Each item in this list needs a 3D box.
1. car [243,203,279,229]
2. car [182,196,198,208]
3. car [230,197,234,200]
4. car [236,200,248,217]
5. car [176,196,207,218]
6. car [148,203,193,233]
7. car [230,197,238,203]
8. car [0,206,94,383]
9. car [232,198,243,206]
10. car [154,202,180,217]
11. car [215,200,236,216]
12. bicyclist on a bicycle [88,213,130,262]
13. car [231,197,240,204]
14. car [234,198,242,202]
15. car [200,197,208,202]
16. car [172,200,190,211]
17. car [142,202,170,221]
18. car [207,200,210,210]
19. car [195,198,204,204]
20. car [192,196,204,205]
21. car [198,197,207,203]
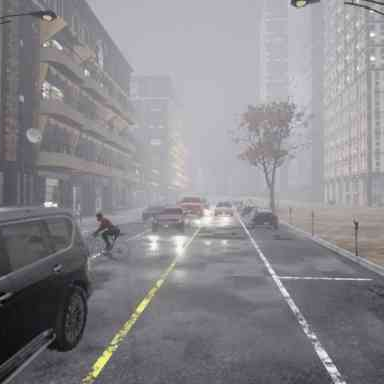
[{"bbox_3d":[4.770,1.702,22.504,2.008,1.369,4.403,1,0,6],"label":"car"},{"bbox_3d":[-0.338,1.694,56.578,2.192,1.841,5.009,1,0,6],"label":"car"},{"bbox_3d":[4.501,1.795,46.732,1.882,1.535,5.008,0,0,6],"label":"car"},{"bbox_3d":[5.846,1.780,33.591,2.008,1.369,4.403,1,0,6],"label":"car"},{"bbox_3d":[0.031,1.436,33.295,2.150,2.045,5.566,0,0,6],"label":"car"},{"bbox_3d":[-1.208,1.657,20.910,1.812,1.442,4.674,0,0,5],"label":"car"},{"bbox_3d":[11.228,2.070,89.027,1.967,1.590,4.097,1,0,6],"label":"car"},{"bbox_3d":[-2.863,1.231,3.402,2.150,2.045,5.566,0,0,4],"label":"car"},{"bbox_3d":[9.075,2.018,66.851,2.008,1.369,4.403,1,0,6],"label":"car"},{"bbox_3d":[-2.495,1.772,34.402,2.008,1.369,4.403,1,0,6],"label":"car"},{"bbox_3d":[3.397,1.837,35.276,1.895,1.301,4.718,0,0,6],"label":"car"},{"bbox_3d":[-2.847,1.516,10.907,1.656,1.620,0.582,-2,-1,5],"label":"bicyclist on a bicycle"},{"bbox_3d":[10.152,1.988,77.939,1.967,1.590,4.097,1,0,6],"label":"car"},{"bbox_3d":[6.939,1.834,44.848,1.752,1.417,4.829,1,0,6],"label":"car"},{"bbox_3d":[3.423,2.213,95.380,2.008,1.369,4.403,1,0,6],"label":"car"},{"bbox_3d":[-1.419,1.865,45.489,1.947,1.339,4.313,1,0,6],"label":"car"},{"bbox_3d":[-3.033,1.748,28.859,1.947,1.339,4.313,1,0,6],"label":"car"},{"bbox_3d":[1.464,1.680,48.428,2.097,1.767,4.553,0,-1,6],"label":"car"},{"bbox_3d":[1.809,2.085,78.749,1.887,1.381,4.507,1,0,6],"label":"car"},{"bbox_3d":[1.275,1.815,73.207,2.192,1.841,5.009,1,0,6],"label":"car"},{"bbox_3d":[2.885,2.187,89.836,1.947,1.339,4.313,1,0,6],"label":"car"}]
